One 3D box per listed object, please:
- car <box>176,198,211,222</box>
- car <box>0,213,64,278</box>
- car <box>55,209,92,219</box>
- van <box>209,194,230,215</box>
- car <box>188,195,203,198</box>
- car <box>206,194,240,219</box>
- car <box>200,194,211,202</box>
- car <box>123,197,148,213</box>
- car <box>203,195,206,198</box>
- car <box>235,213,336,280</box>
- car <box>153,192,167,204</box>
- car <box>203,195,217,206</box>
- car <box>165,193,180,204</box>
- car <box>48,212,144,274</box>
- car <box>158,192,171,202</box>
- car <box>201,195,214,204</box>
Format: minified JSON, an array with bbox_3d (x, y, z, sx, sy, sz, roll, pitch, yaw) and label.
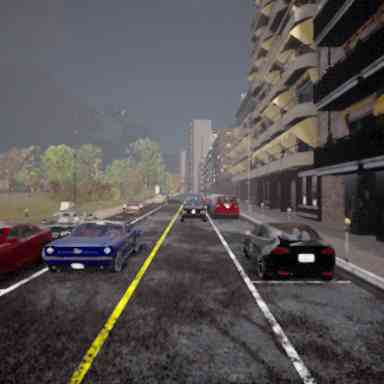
[{"bbox_3d":[0.104,1.392,25.072,2.033,1.411,5.357,0,0,0],"label":"car"},{"bbox_3d":[-5.306,1.489,8.871,1.887,1.381,4.507,1,0,0],"label":"car"},{"bbox_3d":[-5.305,1.461,14.525,2.008,1.369,4.403,1,0,0],"label":"car"},{"bbox_3d":[2.579,1.143,32.198,1.690,1.788,3.998,1,0,0],"label":"van"},{"bbox_3d":[0.098,1.273,41.478,1.812,1.442,4.674,0,0,0],"label":"car"},{"bbox_3d":[2.579,1.152,26.537,2.192,1.841,5.009,1,0,0],"label":"car"},{"bbox_3d":[2.581,1.174,66.165,1.947,1.339,4.313,1,0,0],"label":"car"},{"bbox_3d":[-5.302,1.247,31.485,1.967,1.590,4.097,1,0,0],"label":"car"},{"bbox_3d":[2.578,1.335,37.861,1.947,1.339,4.313,1,0,0],"label":"car"},{"bbox_3d":[2.574,1.506,9.556,1.947,1.339,4.313,1,0,0],"label":"car"},{"bbox_3d":[-5.300,1.202,53.931,1.752,1.417,4.829,1,0,0],"label":"car"},{"bbox_3d":[2.579,1.248,49.183,1.887,1.381,4.507,1,0,0],"label":"car"},{"bbox_3d":[-2.814,1.244,53.152,1.994,1.385,4.181,0,0,0],"label":"car"},{"bbox_3d":[-2.848,1.535,10.503,1.895,1.301,4.718,0,0,0],"label":"car"},{"bbox_3d":[-5.297,0.928,65.408,2.192,1.841,5.009,1,0,0],"label":"car"},{"bbox_3d":[2.580,1.237,54.843,1.947,1.339,4.313,1,0,0],"label":"car"}]
